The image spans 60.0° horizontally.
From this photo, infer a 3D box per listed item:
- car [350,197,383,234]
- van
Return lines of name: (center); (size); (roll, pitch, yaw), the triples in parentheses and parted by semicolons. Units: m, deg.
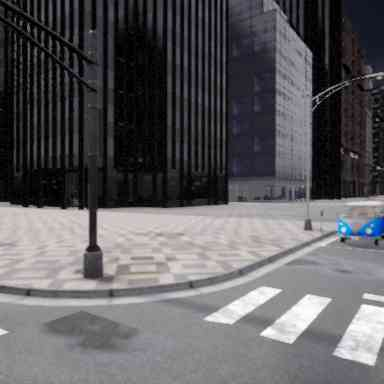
car: (11.032, 1.284, 19.637); (2.192, 1.841, 5.009); (0, 0, 35)
van: (7.737, 1.314, 15.014); (1.690, 1.788, 3.998); (0, 0, 35)
